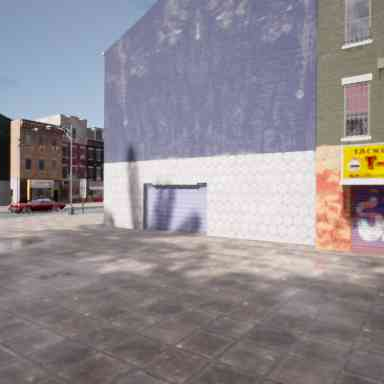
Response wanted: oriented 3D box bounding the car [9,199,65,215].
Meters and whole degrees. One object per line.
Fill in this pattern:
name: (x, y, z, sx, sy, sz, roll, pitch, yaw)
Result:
car: (-14.578, 1.339, 31.422, 1.895, 1.301, 4.718, 1, 1, 35)
